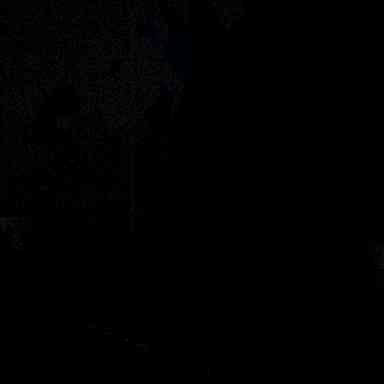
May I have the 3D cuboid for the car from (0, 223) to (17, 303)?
[{"bbox_3d":[-5.541,1.313,6.758,5.009,1.841,2.192,0,0,35],"label":"car"}]

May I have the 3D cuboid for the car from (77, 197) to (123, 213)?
[{"bbox_3d":[-9.186,1.304,33.555,1.882,1.535,5.008,0,0,36],"label":"car"}]
